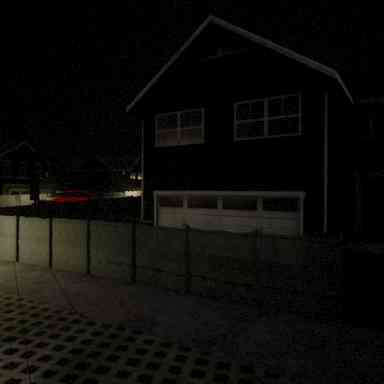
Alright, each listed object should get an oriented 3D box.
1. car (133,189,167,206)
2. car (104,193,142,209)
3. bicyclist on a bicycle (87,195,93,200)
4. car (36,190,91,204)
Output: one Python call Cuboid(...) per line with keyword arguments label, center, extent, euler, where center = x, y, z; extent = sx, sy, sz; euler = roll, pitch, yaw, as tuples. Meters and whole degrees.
Cuboid(label="car", center=(-5.555, 0.683, 44.712), extent=(2.150, 2.045, 5.566), euler=(0, 1, 21))
Cuboid(label="car", center=(-7.311, 1.127, 33.079), extent=(2.128, 1.511, 4.902), euler=(0, 1, 25))
Cuboid(label="bicyclist on a bicycle", center=(-7.784, 1.046, 25.400), extent=(1.656, 1.620, 0.582), euler=(0, 1, 27))
Cuboid(label="car", center=(-11.716, 0.887, 30.776), extent=(2.150, 2.045, 5.566), euler=(0, 1, 26))
